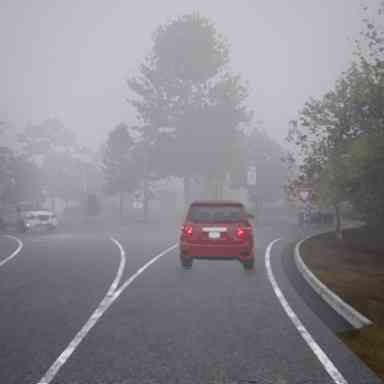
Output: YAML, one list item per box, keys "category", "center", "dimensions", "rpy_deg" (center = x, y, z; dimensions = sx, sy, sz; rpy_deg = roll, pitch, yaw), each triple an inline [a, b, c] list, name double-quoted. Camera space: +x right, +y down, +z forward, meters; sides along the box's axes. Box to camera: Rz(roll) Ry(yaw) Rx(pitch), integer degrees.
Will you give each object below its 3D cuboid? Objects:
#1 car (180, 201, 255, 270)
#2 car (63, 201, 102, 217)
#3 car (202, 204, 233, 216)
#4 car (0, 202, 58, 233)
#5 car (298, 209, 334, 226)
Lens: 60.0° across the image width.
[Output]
- category: "car"
  center: [0.989, 1.331, 11.578]
  dimensions: [2.150, 2.045, 5.566]
  rpy_deg: [0, -2, 8]
- category: "car"
  center: [-15.856, 2.437, 48.564]
  dimensions: [2.150, 2.045, 5.566]
  rpy_deg: [-2, -2, 41]
- category: "car"
  center: [4.030, 2.757, 52.811]
  dimensions: [4.553, 1.767, 2.097]
  rpy_deg: [0, -2, 29]
- category: "car"
  center: [-11.611, 1.697, 23.317]
  dimensions: [5.566, 2.045, 2.150]
  rpy_deg: [-2, -2, 41]
- category: "car"
  center: [10.998, 2.148, 29.370]
  dimensions: [1.882, 1.535, 5.008]
  rpy_deg: [0, -2, 38]
